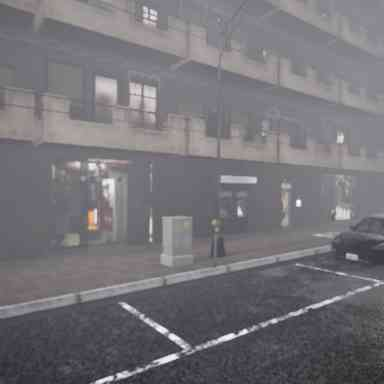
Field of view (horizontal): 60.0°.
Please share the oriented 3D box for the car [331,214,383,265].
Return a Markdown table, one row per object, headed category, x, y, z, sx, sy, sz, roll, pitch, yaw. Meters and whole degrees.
| category | x | y | z | sx | sy | sz | roll | pitch | yaw |
| --- | --- | --- | --- | --- | --- | --- | --- | --- | --- |
| car | 6.238 | 1.404 | 10.522 | 4.313 | 1.339 | 1.947 | -1 | 2 | -35 |
